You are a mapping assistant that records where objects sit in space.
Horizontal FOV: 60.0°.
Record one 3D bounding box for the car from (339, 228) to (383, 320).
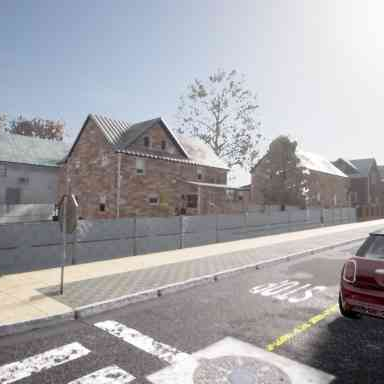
[{"bbox_3d":[4.753,1.456,6.720,2.097,1.767,4.553,-2,-2,44],"label":"car"}]
